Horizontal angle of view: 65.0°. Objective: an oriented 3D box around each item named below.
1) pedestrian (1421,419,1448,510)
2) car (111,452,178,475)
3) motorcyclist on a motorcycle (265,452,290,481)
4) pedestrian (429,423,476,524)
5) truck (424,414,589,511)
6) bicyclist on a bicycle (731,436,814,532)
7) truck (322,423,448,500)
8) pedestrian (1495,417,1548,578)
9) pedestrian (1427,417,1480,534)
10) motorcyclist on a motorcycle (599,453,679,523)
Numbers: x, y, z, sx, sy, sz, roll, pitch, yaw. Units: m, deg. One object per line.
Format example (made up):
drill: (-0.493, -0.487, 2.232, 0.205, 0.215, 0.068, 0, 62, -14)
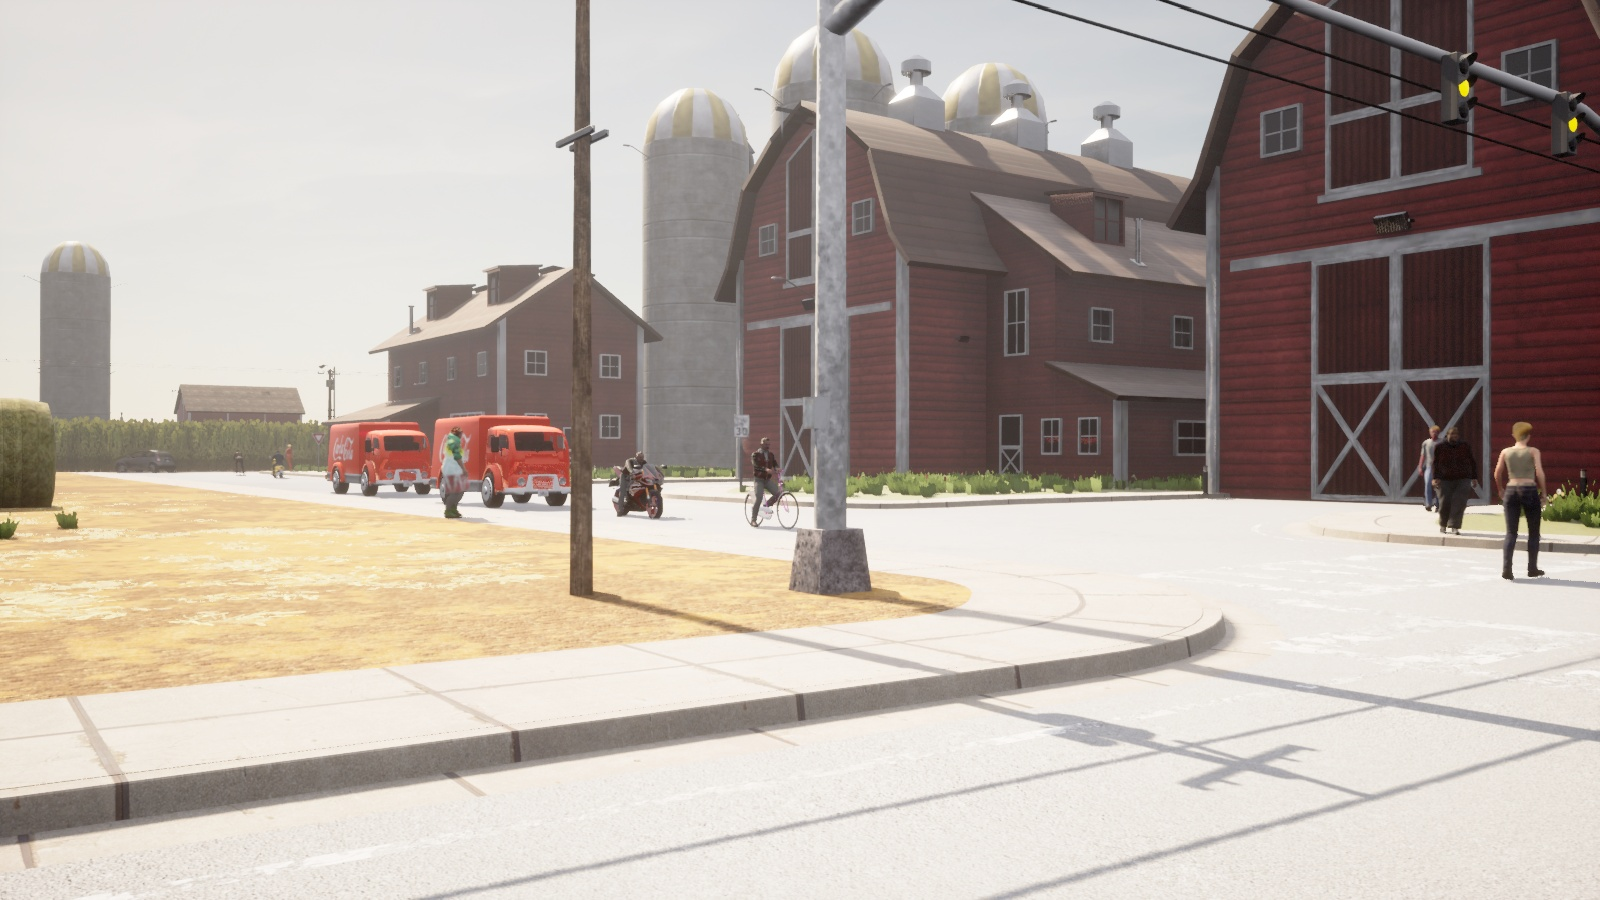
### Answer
pedestrian: (12.936, 0.293, 25.599, 0.354, 1.836, 0.706, 0, 0, 37)
car: (-45.812, 0.951, 87.765, 3.988, 1.617, 1.851, 0, 0, 15)
motorcyclist on a motorcycle: (-28.823, 0.902, 69.302, 0.866, 1.590, 1.817, 0, 0, -36)
pedestrian: (-6.857, 0.455, 24.786, 0.873, 1.952, 0.659, 0, 0, -17)
truck: (-8.225, 0.334, 34.843, 2.627, 2.467, 5.204, 0, 0, -36)
bicyclist on a bicycle: (-0.547, 0.644, 24.227, 0.659, 1.776, 1.843, 0, -1, -36)
truck: (-14.410, 0.349, 43.388, 2.627, 2.467, 5.204, -1, 1, -36)
pedestrian: (8.401, 0.538, 14.618, 0.594, 1.836, 0.345, 0, 0, -39)
pedestrian: (10.590, 0.406, 20.370, 0.634, 1.844, 0.899, 0, 0, 19)
motorcyclist on a motorcycle: (-3.680, 0.831, 28.562, 0.866, 1.530, 2.191, 0, 0, -36)
